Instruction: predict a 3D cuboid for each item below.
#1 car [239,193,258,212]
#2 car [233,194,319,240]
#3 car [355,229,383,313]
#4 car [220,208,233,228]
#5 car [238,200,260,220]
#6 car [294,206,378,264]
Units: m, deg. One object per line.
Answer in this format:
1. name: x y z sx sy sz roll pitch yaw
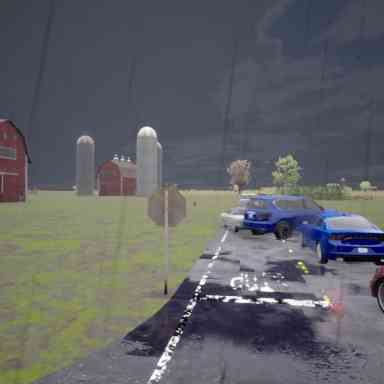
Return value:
1. car: 6.848 1.216 40.293 2.150 2.045 5.566 0 0 10
2. car: 5.177 1.223 17.032 5.566 2.045 2.150 0 1 -27
3. car: 4.618 1.529 4.575 1.812 1.442 4.674 0 0 -9
4. car: 3.038 1.605 19.873 1.895 1.301 4.718 1 0 -7
5. car: 5.083 1.504 29.736 1.837 1.490 4.892 0 0 9
6. car: 5.114 1.481 11.752 1.882 1.535 5.008 0 0 8
